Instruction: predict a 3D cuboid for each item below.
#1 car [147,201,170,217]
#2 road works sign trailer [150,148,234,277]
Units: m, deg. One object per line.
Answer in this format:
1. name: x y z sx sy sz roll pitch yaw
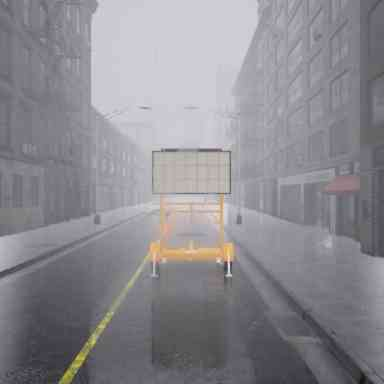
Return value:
1. car: -3.044 1.552 31.186 1.812 1.442 4.674 0 0 0
2. road works sign trailer: -0.013 0.468 10.262 2.380 3.560 2.880 0 0 0
